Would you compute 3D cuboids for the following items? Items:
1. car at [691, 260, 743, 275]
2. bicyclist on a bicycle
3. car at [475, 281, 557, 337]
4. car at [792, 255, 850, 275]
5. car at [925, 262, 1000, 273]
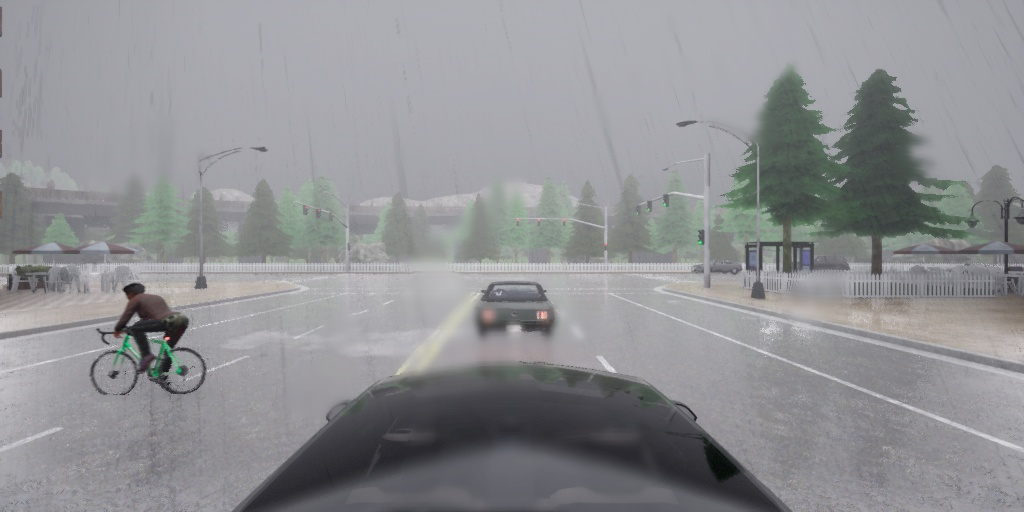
[{"bbox_3d":[21.492,1.186,37.672,4.902,1.511,2.128,0,0,0],"label":"car"},{"bbox_3d":[-5.207,1.205,5.118,1.656,1.620,0.582,-2,0,0],"label":"bicyclist on a bicycle"},{"bbox_3d":[0.074,1.351,10.240,1.895,1.301,4.718,0,0,0],"label":"car"},{"bbox_3d":[31.988,0.914,37.598,5.566,2.045,2.150,0,0,1],"label":"car"},{"bbox_3d":[45.175,1.295,36.102,4.718,1.301,1.895,0,0,15],"label":"car"}]
